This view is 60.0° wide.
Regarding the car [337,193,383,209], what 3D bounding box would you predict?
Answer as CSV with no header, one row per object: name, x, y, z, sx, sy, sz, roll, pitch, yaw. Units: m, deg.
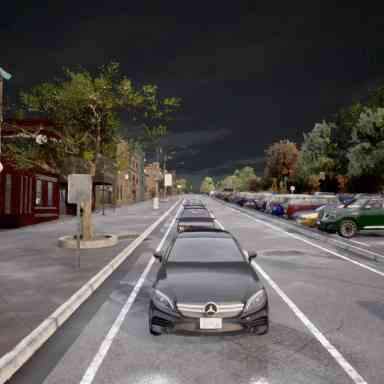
car,22.132,1.153,43.010,5.566,2.045,2.435,0,0,0

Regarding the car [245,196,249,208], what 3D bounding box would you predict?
car,9.104,1.466,39.491,4.674,1.452,2.002,0,0,0

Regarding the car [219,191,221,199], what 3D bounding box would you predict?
car,8.870,0.938,67.522,5.566,2.045,2.435,0,1,0

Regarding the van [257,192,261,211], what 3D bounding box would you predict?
van,9.265,1.222,33.880,4.442,1.987,1.878,0,0,0

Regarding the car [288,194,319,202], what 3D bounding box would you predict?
car,21.810,1.209,65.216,5.366,1.575,1.946,0,0,0

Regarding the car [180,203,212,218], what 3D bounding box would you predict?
car,0.187,1.532,17.428,2.033,1.411,5.357,0,0,0

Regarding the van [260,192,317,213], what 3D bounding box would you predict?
van,9.053,1.230,31.077,4.442,1.987,1.878,0,0,0

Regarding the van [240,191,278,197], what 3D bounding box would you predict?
van,9.182,1.163,45.101,4.442,1.987,1.878,0,0,0

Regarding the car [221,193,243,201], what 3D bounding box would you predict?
car,8.825,1.014,73.130,4.553,1.767,2.185,0,1,0

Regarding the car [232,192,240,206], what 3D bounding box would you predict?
car,9.016,1.113,47.900,5.566,2.045,2.435,0,1,0

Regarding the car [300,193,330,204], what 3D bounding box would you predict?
car,22.068,1.136,59.666,4.553,1.767,2.185,0,1,0

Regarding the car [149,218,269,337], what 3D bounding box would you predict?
car,0.250,1.524,6.849,1.812,1.442,4.674,0,0,0

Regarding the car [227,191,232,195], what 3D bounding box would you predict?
car,8.992,1.139,59.114,4.553,1.767,2.185,0,1,0

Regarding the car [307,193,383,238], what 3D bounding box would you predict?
car,9.246,1.221,17.058,5.566,2.045,2.435,0,0,0

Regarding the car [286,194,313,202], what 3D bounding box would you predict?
car,21.980,1.188,67.994,4.892,1.521,2.231,0,1,0

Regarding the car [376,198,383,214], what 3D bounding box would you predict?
car,22.407,1.444,34.683,5.366,1.575,1.946,0,0,0

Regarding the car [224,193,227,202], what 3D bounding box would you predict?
car,8.937,1.280,61.919,4.674,1.452,2.002,0,1,0

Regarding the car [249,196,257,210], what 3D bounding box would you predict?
car,9.157,1.470,36.683,4.792,1.488,2.163,0,0,0

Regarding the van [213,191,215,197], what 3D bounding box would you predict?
van,8.614,0.764,89.946,4.442,1.987,1.878,0,1,0

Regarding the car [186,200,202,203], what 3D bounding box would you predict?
car,0.209,1.442,29.876,2.128,1.511,4.902,0,0,0

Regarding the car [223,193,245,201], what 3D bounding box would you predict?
car,8.846,1.039,70.326,4.553,1.767,2.185,0,1,0

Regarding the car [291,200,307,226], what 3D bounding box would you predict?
car,9.068,1.466,19.860,5.366,1.575,1.946,0,0,0

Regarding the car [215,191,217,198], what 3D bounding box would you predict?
car,8.788,1.065,81.540,5.008,1.535,2.097,0,1,0

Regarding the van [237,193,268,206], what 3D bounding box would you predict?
van,9.140,1.114,50.705,4.442,1.987,1.878,0,1,0

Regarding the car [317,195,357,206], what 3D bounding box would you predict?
car,22.285,1.332,51.340,5.366,1.575,1.946,0,1,0

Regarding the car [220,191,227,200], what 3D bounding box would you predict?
car,8.890,0.963,64.719,5.566,2.045,2.435,0,1,0

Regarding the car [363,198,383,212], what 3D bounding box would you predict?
car,22.173,1.469,37.454,4.792,1.488,2.163,0,0,0

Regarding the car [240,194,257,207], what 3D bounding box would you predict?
car,9.092,1.409,42.294,4.892,1.521,2.231,0,0,0

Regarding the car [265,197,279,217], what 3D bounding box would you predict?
car,9.185,1.460,28.271,5.008,1.535,2.097,0,0,0

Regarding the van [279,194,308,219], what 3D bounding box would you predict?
van,9.328,1.237,25.469,4.442,1.987,1.878,0,0,0

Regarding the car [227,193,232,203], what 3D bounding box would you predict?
car,8.975,1.291,56.312,4.892,1.521,2.231,0,1,0

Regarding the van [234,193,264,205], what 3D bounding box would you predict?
van,9.119,1.089,53.508,4.442,1.987,1.878,0,1,0

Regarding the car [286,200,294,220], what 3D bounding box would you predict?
car,9.235,1.506,22.665,4.674,1.452,2.002,0,0,0

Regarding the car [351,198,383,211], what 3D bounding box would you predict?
car,22.210,1.452,40.237,4.792,1.488,2.163,0,0,0
